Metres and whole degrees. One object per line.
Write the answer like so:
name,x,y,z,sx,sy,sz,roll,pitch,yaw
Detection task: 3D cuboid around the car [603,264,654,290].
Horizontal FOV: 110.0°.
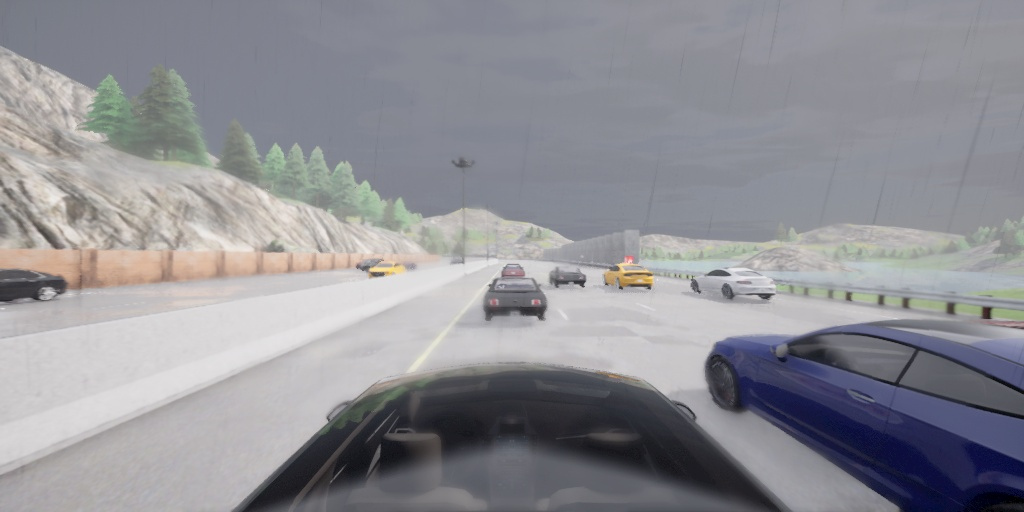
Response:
car,7.097,1.229,22.348,1.882,1.535,5.008,0,0,0

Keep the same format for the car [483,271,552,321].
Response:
car,0.098,1.352,12.422,1.895,1.301,4.718,0,0,0

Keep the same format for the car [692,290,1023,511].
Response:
car,3.599,1.276,3.081,1.812,1.442,4.674,0,0,0

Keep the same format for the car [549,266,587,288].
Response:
car,3.596,1.352,23.949,1.895,1.301,4.718,0,0,0

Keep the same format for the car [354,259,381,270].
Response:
car,-21.076,1.232,52.426,1.882,1.535,5.008,0,0,0

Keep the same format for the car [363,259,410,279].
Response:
car,-10.602,1.230,30.680,1.882,1.535,5.008,0,0,0

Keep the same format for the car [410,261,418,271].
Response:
car,-14.094,1.355,47.899,1.895,1.301,4.718,0,0,0

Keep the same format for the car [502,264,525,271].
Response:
car,0.094,1.316,30.349,1.994,1.385,4.181,0,0,0

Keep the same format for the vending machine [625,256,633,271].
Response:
vending machine,15.490,0.947,47.405,1.100,2.100,0.880,0,0,0

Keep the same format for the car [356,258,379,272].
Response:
car,-17.593,1.105,45.836,2.097,1.767,4.553,0,0,0

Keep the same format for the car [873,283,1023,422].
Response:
car,7.100,1.227,3.614,1.882,1.535,5.008,0,0,0

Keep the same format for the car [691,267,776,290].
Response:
car,10.597,1.276,17.467,1.812,1.442,4.674,0,0,0

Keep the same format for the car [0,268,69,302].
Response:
car,-21.104,1.258,14.196,1.837,1.490,4.892,0,0,0
